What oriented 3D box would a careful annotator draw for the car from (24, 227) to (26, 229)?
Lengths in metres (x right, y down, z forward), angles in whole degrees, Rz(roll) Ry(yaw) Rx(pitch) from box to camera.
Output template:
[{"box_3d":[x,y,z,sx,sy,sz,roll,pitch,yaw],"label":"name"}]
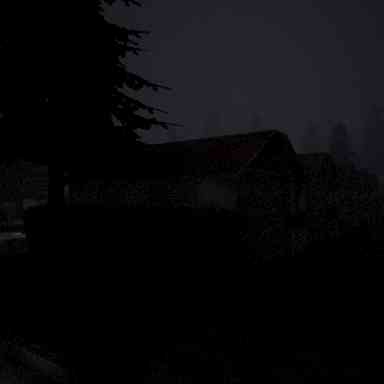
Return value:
[{"box_3d":[-9.437,1.864,23.760,2.097,1.767,4.553,-1,-1,36],"label":"car"}]
